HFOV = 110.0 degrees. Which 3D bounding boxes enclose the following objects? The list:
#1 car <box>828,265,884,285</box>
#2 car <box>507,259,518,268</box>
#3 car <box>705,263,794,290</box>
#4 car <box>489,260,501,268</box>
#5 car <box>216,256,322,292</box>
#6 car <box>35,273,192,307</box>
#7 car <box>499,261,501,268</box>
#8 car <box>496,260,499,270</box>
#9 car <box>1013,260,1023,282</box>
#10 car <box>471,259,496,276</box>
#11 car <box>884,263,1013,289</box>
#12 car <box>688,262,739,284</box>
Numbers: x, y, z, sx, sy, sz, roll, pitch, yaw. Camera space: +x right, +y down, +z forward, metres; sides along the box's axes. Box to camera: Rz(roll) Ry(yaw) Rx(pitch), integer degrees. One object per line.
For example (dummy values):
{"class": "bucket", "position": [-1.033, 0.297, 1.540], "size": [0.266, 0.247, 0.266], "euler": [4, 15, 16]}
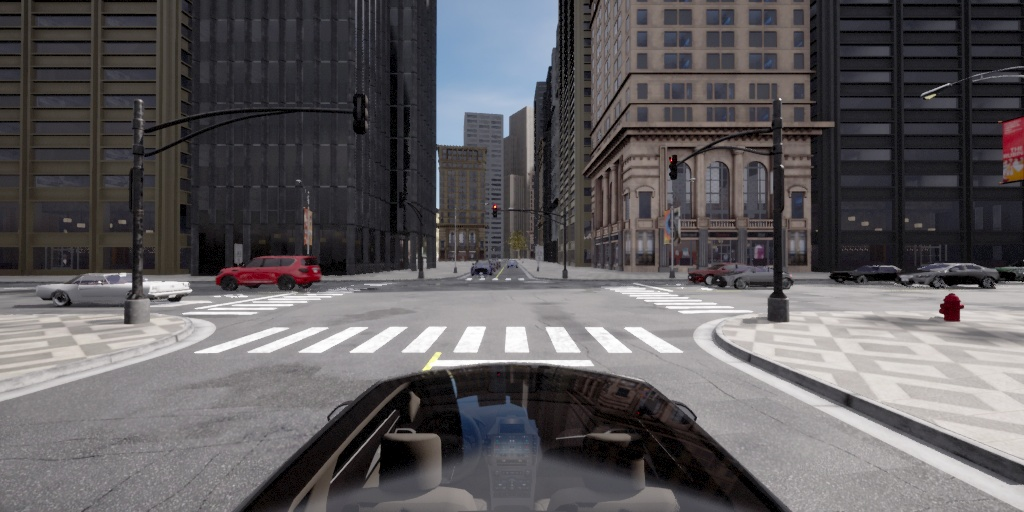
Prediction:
{"class": "car", "position": [25.069, 1.313, 24.966], "size": [4.718, 1.301, 1.895], "euler": [0, 0, 0]}
{"class": "car", "position": [0.101, 1.406, 63.108], "size": [2.033, 1.411, 5.357], "euler": [0, 0, 2]}
{"class": "car", "position": [14.473, 1.279, 21.699], "size": [4.181, 1.385, 1.994], "euler": [0, 0, 0]}
{"class": "car", "position": [-3.048, 1.430, 65.369], "size": [1.994, 1.385, 4.181], "euler": [0, 0, 0]}
{"class": "car", "position": [-14.543, 1.030, 21.668], "size": [5.566, 2.045, 2.150], "euler": [0, 0, 0]}
{"class": "car", "position": [-16.379, 1.366, 14.963], "size": [4.718, 1.301, 1.895], "euler": [0, 0, 0]}
{"class": "car", "position": [-3.069, 1.400, 55.402], "size": [1.994, 1.385, 4.181], "euler": [0, 0, 0]}
{"class": "car", "position": [-3.070, 1.377, 46.370], "size": [1.994, 1.385, 4.181], "euler": [0, 0, 0]}
{"class": "car", "position": [36.364, 1.038, 24.963], "size": [4.553, 1.767, 2.097], "euler": [0, 0, 0]}
{"class": "car", "position": [-3.058, 1.145, 37.598], "size": [2.097, 1.767, 4.553], "euler": [0, 0, 0]}
{"class": "car", "position": [26.272, 1.177, 21.712], "size": [4.902, 1.511, 2.128], "euler": [0, 0, 0]}
{"class": "car", "position": [14.899, 1.215, 24.955], "size": [5.008, 1.535, 1.882], "euler": [0, 0, 0]}
